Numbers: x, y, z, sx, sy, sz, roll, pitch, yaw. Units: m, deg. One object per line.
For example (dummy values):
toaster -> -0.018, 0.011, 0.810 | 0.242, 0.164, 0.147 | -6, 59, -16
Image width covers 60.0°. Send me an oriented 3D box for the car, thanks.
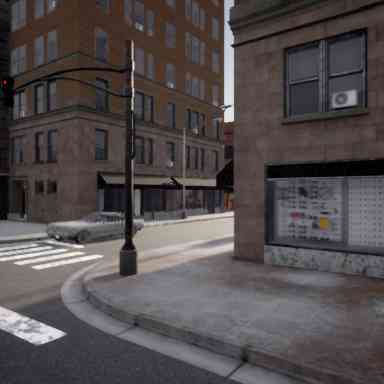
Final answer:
car -> -4.586, 1.654, 16.293 | 1.895, 1.301, 4.718 | 0, 0, 35
